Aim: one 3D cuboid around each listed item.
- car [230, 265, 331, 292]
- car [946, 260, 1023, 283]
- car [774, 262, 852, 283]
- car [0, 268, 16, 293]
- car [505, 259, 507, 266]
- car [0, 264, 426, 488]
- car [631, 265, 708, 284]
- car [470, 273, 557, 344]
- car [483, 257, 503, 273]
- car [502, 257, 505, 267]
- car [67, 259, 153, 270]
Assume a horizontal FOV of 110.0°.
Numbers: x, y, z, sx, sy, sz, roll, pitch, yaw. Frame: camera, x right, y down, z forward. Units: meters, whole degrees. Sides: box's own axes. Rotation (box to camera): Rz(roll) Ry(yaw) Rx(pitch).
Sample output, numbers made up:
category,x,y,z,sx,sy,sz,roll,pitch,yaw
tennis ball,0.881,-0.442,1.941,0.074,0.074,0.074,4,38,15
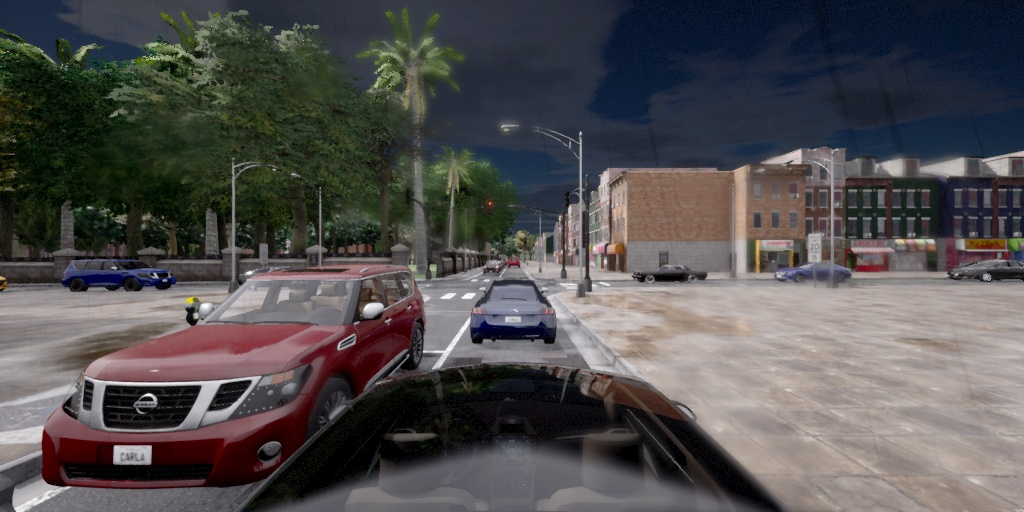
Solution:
category,x,y,z,sx,sy,sz,roll,pitch,yaw
car,-14.351,1.386,22.453,4.902,1.511,2.128,-1,0,-1
car,33.658,1.058,25.181,4.892,1.490,1.837,0,0,0
car,21.146,1.138,25.252,4.674,1.442,1.812,0,0,0
car,-35.053,1.587,22.568,5.008,1.535,1.882,-1,0,0
car,-2.302,1.484,60.217,1.802,1.307,4.207,0,0,0
car,-2.622,1.065,5.006,2.192,1.841,5.009,0,0,0
car,10.982,1.279,25.309,4.718,1.301,1.895,0,0,1
car,0.042,1.316,9.622,1.994,1.385,4.181,0,0,0
car,-2.401,1.268,43.152,1.967,1.591,4.097,0,0,0
car,-2.367,1.290,48.840,1.967,1.591,4.097,0,0,0
car,-24.556,1.216,22.506,5.566,2.045,2.150,-1,0,0
